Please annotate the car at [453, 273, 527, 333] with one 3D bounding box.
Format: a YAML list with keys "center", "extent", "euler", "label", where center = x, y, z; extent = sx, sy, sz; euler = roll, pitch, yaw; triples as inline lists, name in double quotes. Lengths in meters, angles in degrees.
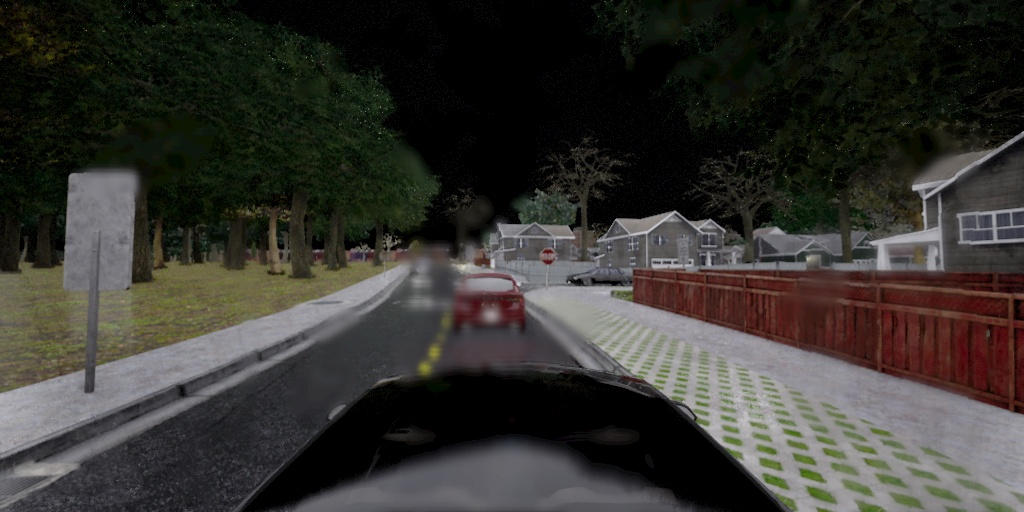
- center: [-0.702, 1.245, 10.934]
  extent: [1.882, 1.535, 5.008]
  euler: [0, 0, -5]
  label: "car"

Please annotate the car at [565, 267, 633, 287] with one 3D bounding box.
- center: [6.739, 1.547, 26.550]
  extent: [5.357, 1.411, 2.033]
  euler: [1, -3, -13]
  label: "car"

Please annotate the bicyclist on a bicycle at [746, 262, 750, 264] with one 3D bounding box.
- center: [14.940, 1.170, 22.439]
  extent: [0.582, 1.620, 1.656]
  euler: [1, -3, -13]
  label: "bicyclist on a bicycle"

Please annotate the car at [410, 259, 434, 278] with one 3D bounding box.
- center: [-8.394, 1.174, 33.542]
  extent: [2.128, 1.511, 4.902]
  euler: [1, 0, -13]
  label: "car"
